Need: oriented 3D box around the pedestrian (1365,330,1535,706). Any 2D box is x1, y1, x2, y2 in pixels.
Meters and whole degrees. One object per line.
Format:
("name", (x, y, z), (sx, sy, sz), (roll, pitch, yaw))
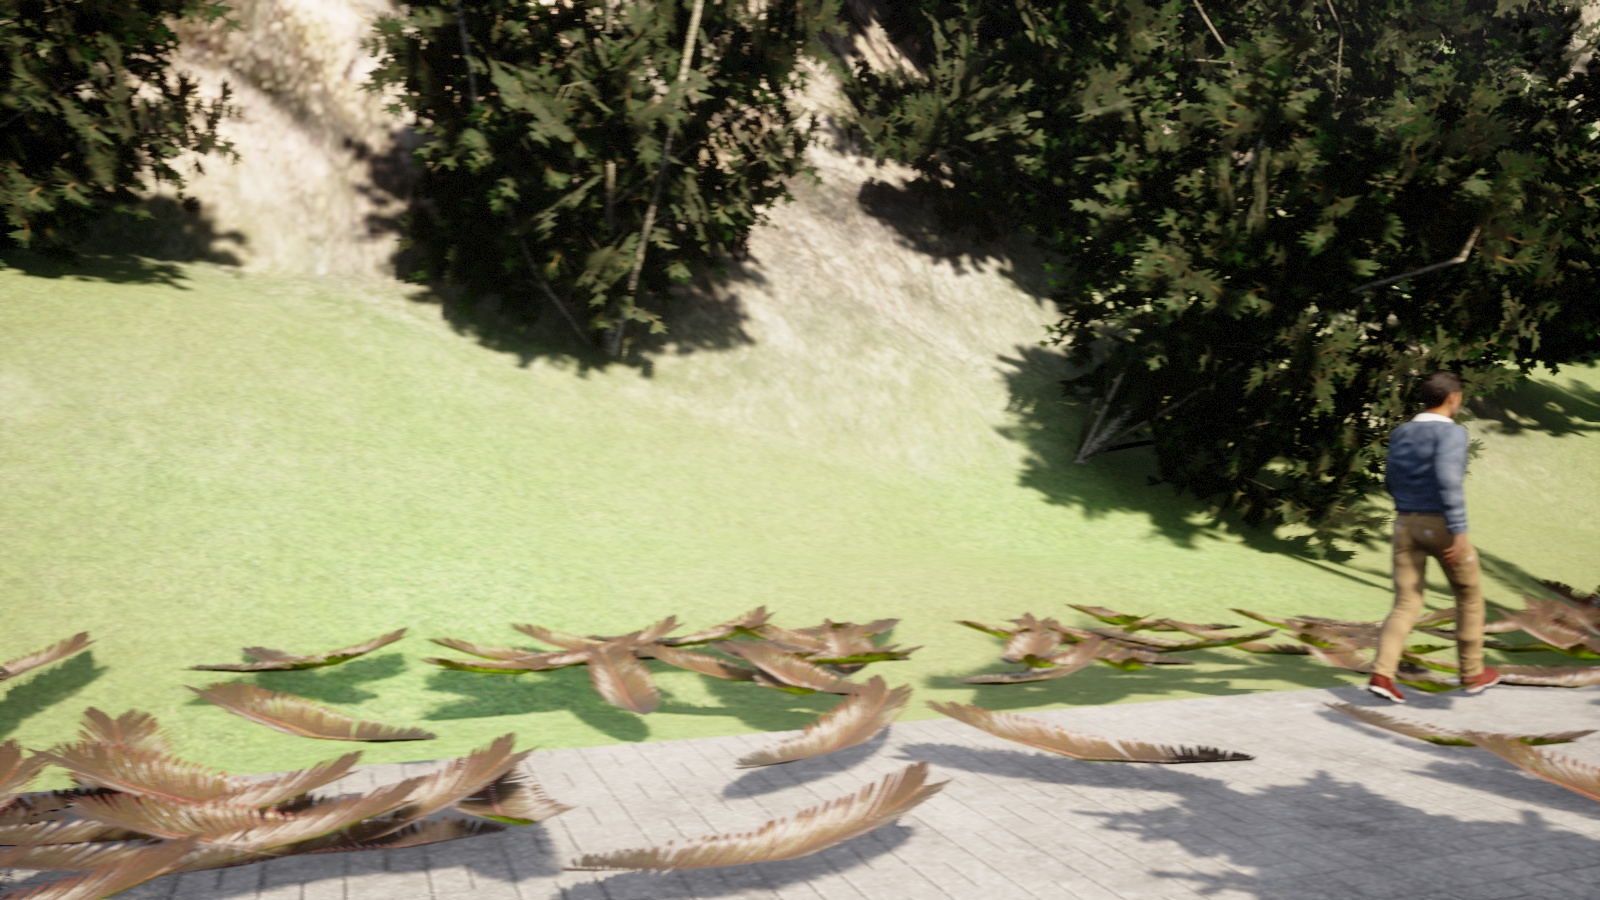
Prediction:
("pedestrian", (3.551, 0.348, 6.863), (0.788, 1.949, 0.423), (-1, 1, -24))
